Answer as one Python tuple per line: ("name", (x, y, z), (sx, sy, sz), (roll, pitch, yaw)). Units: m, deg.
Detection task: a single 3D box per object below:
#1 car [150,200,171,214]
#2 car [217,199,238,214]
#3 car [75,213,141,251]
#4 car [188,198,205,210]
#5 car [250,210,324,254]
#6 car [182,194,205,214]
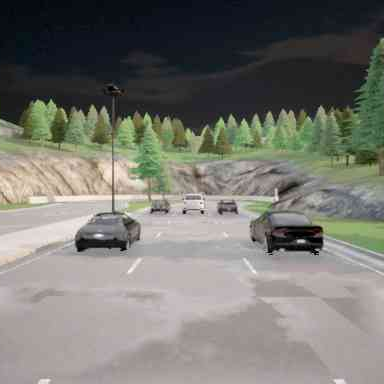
("car", (-3.351, 1.547, 36.048), (2.033, 1.411, 5.357), (0, 0, 1))
("car", (3.645, 1.490, 34.746), (2.128, 1.511, 4.902), (0, 0, 1))
("car", (-3.395, 1.564, 14.106), (1.994, 1.385, 4.181), (0, 0, 0))
("car", (0.658, 1.564, 44.541), (1.994, 1.385, 4.181), (0, 0, 6))
("car", (3.605, 1.477, 13.460), (1.882, 1.535, 5.008), (0, 0, 0))
("car", (0.151, 1.221, 35.194), (2.150, 2.045, 5.566), (0, 0, 0))
